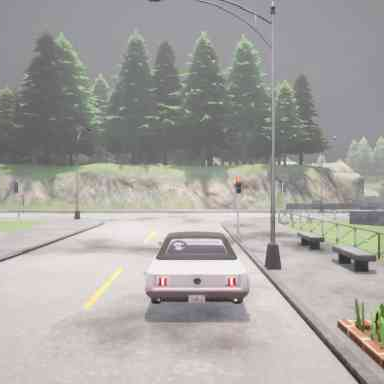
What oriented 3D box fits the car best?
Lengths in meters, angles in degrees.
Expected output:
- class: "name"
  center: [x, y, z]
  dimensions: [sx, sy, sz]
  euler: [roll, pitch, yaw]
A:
- class: "car"
  center: [0.095, 1.601, 8.098]
  dimensions: [1.895, 1.301, 4.718]
  euler: [0, 0, 0]
